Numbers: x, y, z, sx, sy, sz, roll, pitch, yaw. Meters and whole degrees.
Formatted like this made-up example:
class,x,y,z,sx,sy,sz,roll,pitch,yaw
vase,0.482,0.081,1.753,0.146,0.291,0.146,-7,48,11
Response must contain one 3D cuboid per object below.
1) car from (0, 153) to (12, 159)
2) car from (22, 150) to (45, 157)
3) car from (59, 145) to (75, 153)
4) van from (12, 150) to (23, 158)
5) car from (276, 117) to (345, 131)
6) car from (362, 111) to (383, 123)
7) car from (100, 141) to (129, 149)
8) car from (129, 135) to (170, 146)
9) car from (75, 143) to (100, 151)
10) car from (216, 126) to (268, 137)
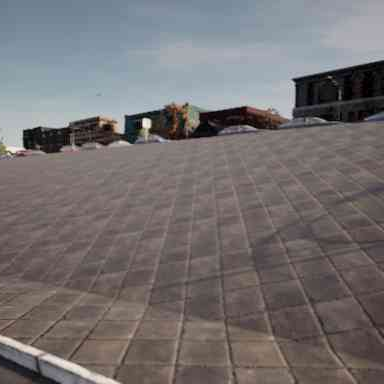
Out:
class,x,y,z,sx,sy,sz,roll,pitch,yaw
car,-32.487,-5.997,60.179,4.674,1.452,2.002,2,1,42
car,-24.340,-5.734,52.733,4.892,1.521,2.231,2,2,42
car,-16.208,-5.539,45.302,4.553,1.767,2.185,2,2,42
van,-28.318,-6.111,56.369,4.442,1.987,1.878,2,1,42
car,8.254,-4.375,22.957,4.892,1.521,2.231,3,2,42
car,12.421,-4.132,19.301,4.674,1.452,2.002,3,2,41
car,-7.951,-5.032,37.755,4.674,1.452,2.002,2,2,42
car,-3.894,-5.028,34.047,4.553,1.767,2.185,2,2,42
car,-12.135,-5.373,41.579,4.553,1.767,2.185,2,2,42
car,4.176,-4.560,26.672,4.892,1.521,2.231,2,2,42
